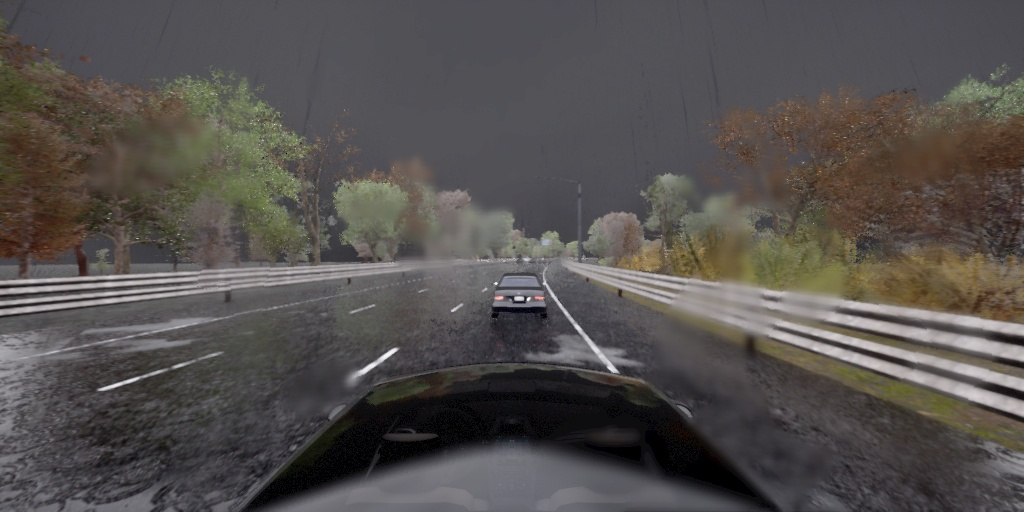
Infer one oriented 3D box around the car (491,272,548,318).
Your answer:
[{"bbox_3d":[0.292,1.304,13.085,2.033,1.411,5.357,0,0,2],"label":"car"}]
